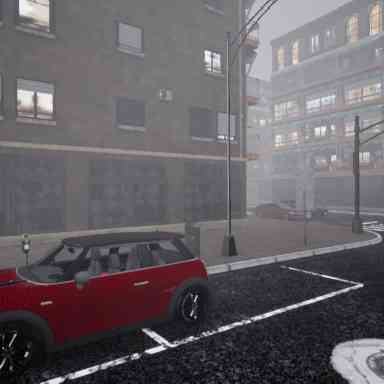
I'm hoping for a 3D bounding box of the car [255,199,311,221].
[{"bbox_3d":[6.793,1.472,26.182,1.802,1.307,4.206,0,0,-35],"label":"car"}]

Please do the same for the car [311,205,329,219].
[{"bbox_3d":[8.879,1.347,27.703,1.882,1.535,5.008,-1,1,-35],"label":"car"}]

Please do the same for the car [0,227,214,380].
[{"bbox_3d":[-1.698,1.440,5.408,4.097,1.590,1.967,0,0,-35],"label":"car"}]
